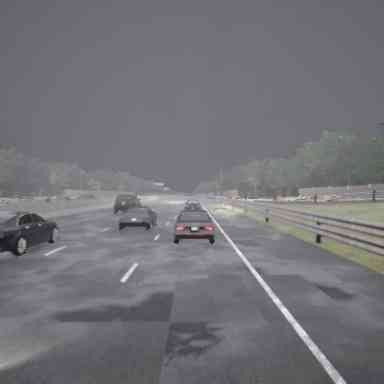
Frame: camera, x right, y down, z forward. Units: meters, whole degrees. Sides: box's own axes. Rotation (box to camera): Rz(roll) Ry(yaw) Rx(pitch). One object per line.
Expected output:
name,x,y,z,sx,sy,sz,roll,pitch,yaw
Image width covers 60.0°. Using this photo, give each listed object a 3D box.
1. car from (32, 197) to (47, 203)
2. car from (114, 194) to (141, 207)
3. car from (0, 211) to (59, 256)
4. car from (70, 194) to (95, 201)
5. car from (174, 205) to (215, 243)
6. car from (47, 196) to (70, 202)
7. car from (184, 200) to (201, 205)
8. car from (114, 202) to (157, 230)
car,-24.532,1.629,54.658,1.812,1.442,4.674,0,0,1
car,-6.889,1.270,35.988,2.150,2.045,5.566,0,0,0
car,-6.895,1.514,13.118,1.837,1.490,4.892,0,0,0
car,-17.538,1.325,54.607,2.150,2.045,5.566,0,0,1
car,0.106,1.561,16.216,2.033,1.411,5.357,0,0,0
car,-21.040,1.452,53.747,2.097,1.767,4.553,0,0,0
car,0.112,1.579,37.874,1.812,1.442,4.674,0,0,0
car,-3.393,1.584,21.496,1.994,1.385,4.181,0,0,0
